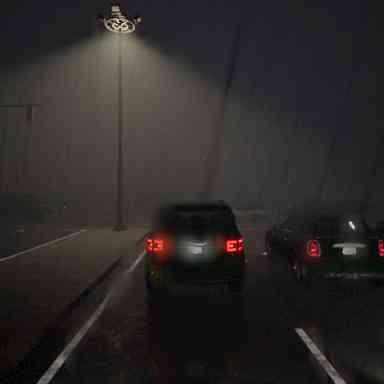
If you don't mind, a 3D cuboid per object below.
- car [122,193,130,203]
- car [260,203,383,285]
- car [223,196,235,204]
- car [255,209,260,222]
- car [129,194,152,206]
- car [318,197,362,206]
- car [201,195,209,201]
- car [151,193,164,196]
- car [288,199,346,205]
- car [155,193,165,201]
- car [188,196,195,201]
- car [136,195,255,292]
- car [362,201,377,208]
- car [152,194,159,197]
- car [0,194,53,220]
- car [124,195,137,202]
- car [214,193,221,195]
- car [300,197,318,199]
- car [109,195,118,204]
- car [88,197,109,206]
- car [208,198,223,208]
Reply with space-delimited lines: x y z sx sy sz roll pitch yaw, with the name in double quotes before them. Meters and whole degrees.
"car" -15.099 1.224 71.887 2.150 2.045 5.566 0 0 0
"car" 3.566 1.352 9.645 2.097 1.767 4.553 0 0 0
"car" 7.004 1.504 63.481 1.837 1.490 4.892 0 0 0
"car" 3.264 1.600 25.230 4.718 1.301 1.895 0 0 -3
"car" -8.166 1.491 53.185 2.128 1.511 4.902 0 0 0
"car" 15.492 1.477 32.742 5.008 1.535 1.882 0 0 3
"car" 3.455 1.539 87.713 2.033 1.411 5.357 0 0 1
"car" -8.101 1.224 73.453 2.150 2.045 5.566 0 0 0
"car" 10.131 1.547 29.123 5.357 1.411 2.033 0 0 0
"car" -8.085 1.209 84.225 2.150 2.045 5.566 0 0 0
"car" -0.076 1.594 85.393 1.895 1.301 4.718 0 0 1
"car" 0.067 1.221 9.075 2.150 2.045 5.566 0 0 0
"car" 7.066 1.221 8.772 2.150 2.045 5.566 0 0 0
"car" -8.141 1.547 62.932 2.033 1.411 5.357 0 0 1
"car" -14.640 1.221 27.794 5.566 2.045 2.150 0 0 -2
"car" -15.104 1.524 81.988 2.128 1.511 4.902 0 0 0
"car" 7.102 1.224 94.537 2.150 2.045 5.566 0 0 1
"car" 12.447 1.350 36.438 4.553 1.767 2.097 0 0 4
"car" -15.140 1.600 61.991 1.895 1.301 4.718 0 0 0
"car" -15.162 1.563 53.238 1.994 1.385 4.181 0 0 0
"car" 3.379 1.600 47.946 1.895 1.301 4.718 0 0 1
